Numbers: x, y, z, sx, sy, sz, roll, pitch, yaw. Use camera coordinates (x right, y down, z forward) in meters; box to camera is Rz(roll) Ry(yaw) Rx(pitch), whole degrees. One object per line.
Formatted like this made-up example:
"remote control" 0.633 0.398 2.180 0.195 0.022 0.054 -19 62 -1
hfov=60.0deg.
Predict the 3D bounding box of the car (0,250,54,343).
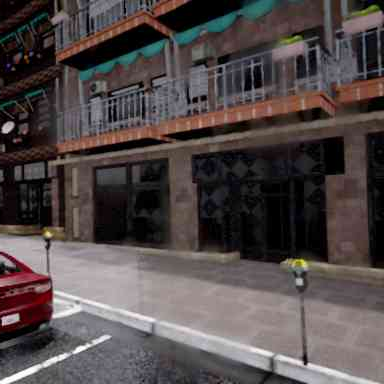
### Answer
"car" -4.244 1.598 5.777 4.507 1.381 1.887 -1 -2 36
